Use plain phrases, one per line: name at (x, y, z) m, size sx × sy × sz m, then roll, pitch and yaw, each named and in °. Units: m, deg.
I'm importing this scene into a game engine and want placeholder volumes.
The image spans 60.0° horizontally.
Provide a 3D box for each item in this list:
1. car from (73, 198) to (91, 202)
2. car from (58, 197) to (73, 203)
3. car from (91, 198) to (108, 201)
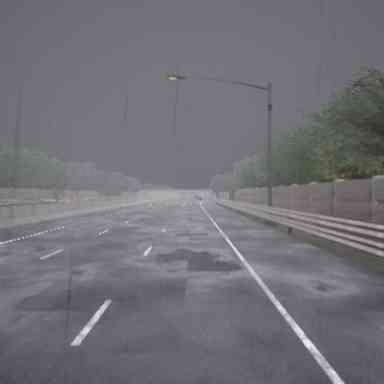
car at (-21.001, 1.945, 65.387) m, size 2.128 × 1.511 × 4.902 m, roll 0°, pitch 0°, yaw 0°
car at (-24.500, 1.778, 65.406) m, size 2.097 × 1.767 × 4.553 m, roll 0°, pitch 0°, yaw 0°
car at (-17.501, 1.967, 65.398) m, size 2.033 × 1.411 × 5.357 m, roll 0°, pitch 0°, yaw 0°
